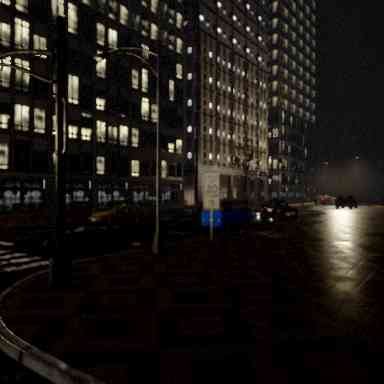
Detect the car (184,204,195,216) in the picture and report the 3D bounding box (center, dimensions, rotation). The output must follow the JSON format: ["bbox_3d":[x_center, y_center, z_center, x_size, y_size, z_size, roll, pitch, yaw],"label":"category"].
[{"bbox_3d":[0.962,1.599,31.990,1.802,1.307,4.206,0,0,38],"label":"car"}]

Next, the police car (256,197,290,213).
[{"bbox_3d":[9.589,1.455,38.966,1.930,1.638,5.238,0,0,38],"label":"police car"}]

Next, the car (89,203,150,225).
[{"bbox_3d":[-5.157,1.535,24.277,1.752,1.417,4.829,0,0,38],"label":"car"}]

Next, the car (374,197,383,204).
[{"bbox_3d":[37.799,1.658,66.809,1.947,1.339,4.313,0,0,38],"label":"car"}]

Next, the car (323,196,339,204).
[{"bbox_3d":[28.163,1.622,67.222,2.008,1.369,4.403,0,0,38],"label":"car"}]

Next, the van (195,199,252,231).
[{"bbox_3d":[2.228,1.365,20.552,1.690,1.788,3.998,0,0,38],"label":"van"}]

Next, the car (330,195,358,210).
[{"bbox_3d":[20.800,1.367,44.790,2.192,1.841,5.009,0,0,38],"label":"car"}]

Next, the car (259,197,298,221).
[{"bbox_3d":[7.199,1.470,27.174,1.967,1.590,4.097,0,0,38],"label":"car"}]

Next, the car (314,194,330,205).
[{"bbox_3d":[24.763,1.378,62.819,2.192,1.841,5.009,0,0,38],"label":"car"}]
